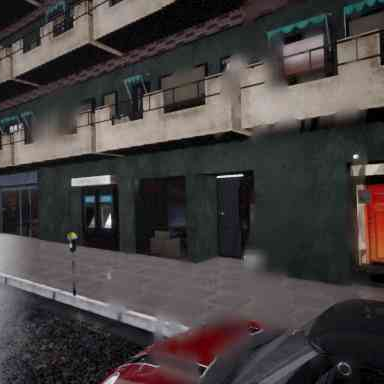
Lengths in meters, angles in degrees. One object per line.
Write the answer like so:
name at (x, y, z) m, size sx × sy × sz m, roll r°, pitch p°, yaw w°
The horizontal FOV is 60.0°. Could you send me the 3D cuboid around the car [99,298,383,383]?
car at (1.116, 1.441, 1.959) m, size 4.097 × 1.590 × 1.967 m, roll 0°, pitch -2°, yaw 36°
